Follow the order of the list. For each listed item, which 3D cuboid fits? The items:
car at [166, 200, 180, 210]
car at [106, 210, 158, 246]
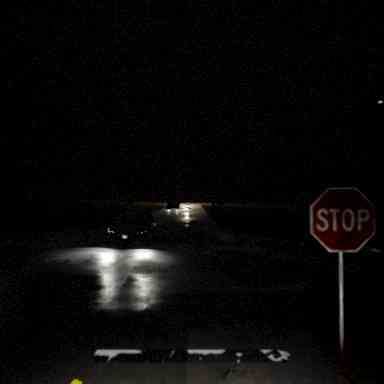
[{"bbox_3d":[-2.745,1.918,49.482,2.033,1.411,5.357,0,0,0],"label":"car"},{"bbox_3d":[-2.723,1.652,15.927,1.837,1.490,4.892,2,-2,0],"label":"car"}]
